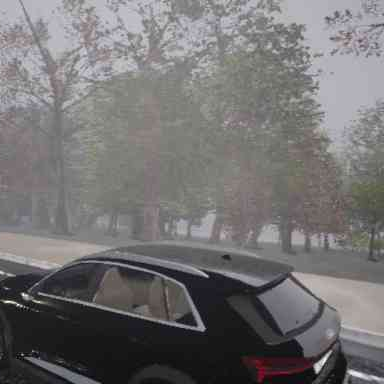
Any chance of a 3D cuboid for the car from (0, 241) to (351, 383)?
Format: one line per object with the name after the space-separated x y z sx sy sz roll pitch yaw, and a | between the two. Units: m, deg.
-0.747 1.440 4.094 4.856 1.649 2.033 0 0 35 | car
